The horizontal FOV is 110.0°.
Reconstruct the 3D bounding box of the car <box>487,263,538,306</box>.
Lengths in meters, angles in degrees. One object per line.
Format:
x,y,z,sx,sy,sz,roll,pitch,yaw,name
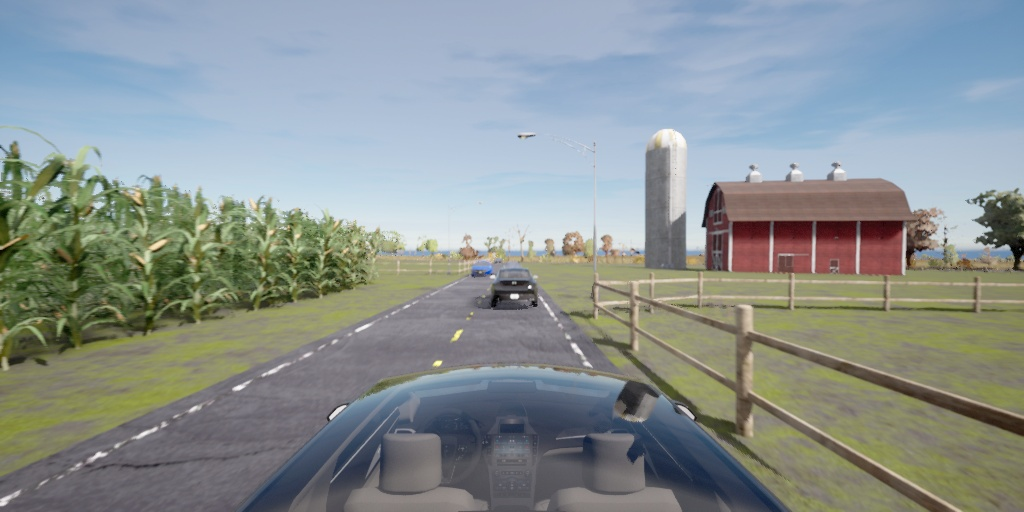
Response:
0.097,1.243,15.621,1.837,1.490,4.892,0,0,0,car

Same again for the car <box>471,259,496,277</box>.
-2.854,1.210,34.972,1.882,1.535,5.008,0,0,0,car

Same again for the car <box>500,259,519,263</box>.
0.087,1.279,37.620,2.033,1.411,5.357,0,0,0,car
